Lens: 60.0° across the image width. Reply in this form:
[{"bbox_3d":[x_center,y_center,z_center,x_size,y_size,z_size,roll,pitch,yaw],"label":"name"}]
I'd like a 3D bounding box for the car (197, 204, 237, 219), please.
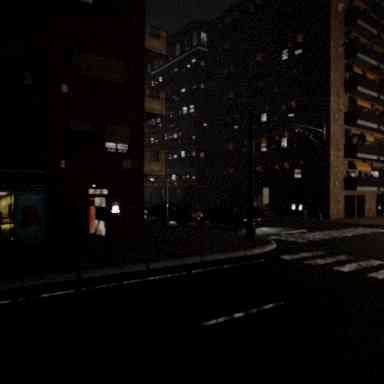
[{"bbox_3d":[2.677,2.079,36.243,1.947,1.339,4.313,0,0,-36],"label":"car"}]

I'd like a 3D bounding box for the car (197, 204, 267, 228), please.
[{"bbox_3d":[2.966,1.915,25.951,2.033,1.411,5.357,0,-1,-34],"label":"car"}]

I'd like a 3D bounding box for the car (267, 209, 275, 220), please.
[{"bbox_3d":[5.980,2.026,31.762,1.802,1.307,4.206,0,0,-36],"label":"car"}]

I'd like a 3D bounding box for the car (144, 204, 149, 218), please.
[{"bbox_3d":[-2.917,1.995,33.874,1.837,1.490,4.892,0,-1,-37],"label":"car"}]

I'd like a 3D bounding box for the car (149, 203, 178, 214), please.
[{"bbox_3d":[-3.931,2.203,45.207,2.008,1.369,4.403,0,0,-36],"label":"car"}]

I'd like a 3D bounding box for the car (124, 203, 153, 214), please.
[{"bbox_3d":[-7.351,2.261,45.279,1.895,1.301,4.718,0,-1,-36],"label":"car"}]

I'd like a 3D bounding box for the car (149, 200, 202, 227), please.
[{"bbox_3d":[-1.004,1.700,26.660,2.192,1.841,5.009,0,0,-36],"label":"car"}]

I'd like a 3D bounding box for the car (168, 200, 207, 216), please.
[{"bbox_3d":[-0.631,1.898,40.727,2.192,1.841,5.009,0,0,-36],"label":"car"}]
